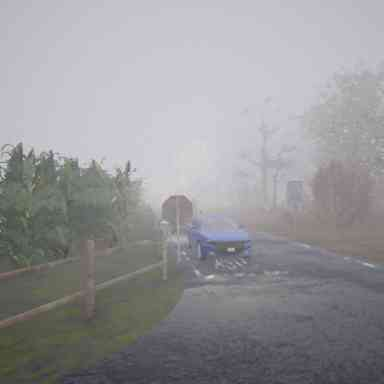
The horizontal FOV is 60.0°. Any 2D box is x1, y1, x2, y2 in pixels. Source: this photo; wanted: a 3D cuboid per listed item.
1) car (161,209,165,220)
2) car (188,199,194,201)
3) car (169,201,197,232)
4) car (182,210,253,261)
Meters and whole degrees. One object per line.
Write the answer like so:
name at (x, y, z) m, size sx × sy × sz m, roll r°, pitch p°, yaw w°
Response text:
car at (-2.222, 2.151, 35.776) m, size 1.837 × 1.490 × 4.892 m, roll -1°, pitch -1°, yaw -8°
car at (-0.731, 2.001, 46.048) m, size 2.150 × 2.045 × 5.566 m, roll -1°, pitch -1°, yaw -8°
car at (-0.436, 1.763, 23.244) m, size 2.097 × 1.767 × 4.553 m, roll -1°, pitch -1°, yaw -8°
car at (0.950, 1.704, 13.588) m, size 1.882 × 1.535 × 5.008 m, roll -1°, pitch -1°, yaw -8°
